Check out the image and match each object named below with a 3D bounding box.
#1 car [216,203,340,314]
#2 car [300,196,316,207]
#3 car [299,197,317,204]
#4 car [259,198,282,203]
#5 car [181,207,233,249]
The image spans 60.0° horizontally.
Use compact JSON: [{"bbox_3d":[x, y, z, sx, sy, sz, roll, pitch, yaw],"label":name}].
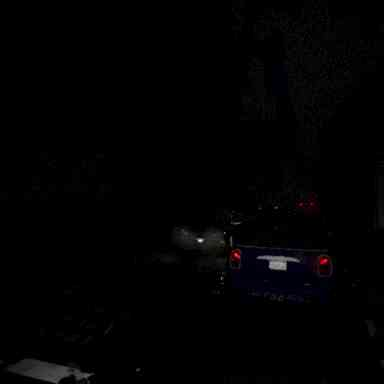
[{"bbox_3d":[2.259,1.328,7.952,2.097,1.767,4.553,0,0,20],"label":"car"},{"bbox_3d":[16.261,1.318,46.590,1.994,1.385,4.181,0,1,20],"label":"car"},{"bbox_3d":[13.092,1.388,37.687,2.033,1.411,5.357,0,1,20],"label":"car"},{"bbox_3d":[7.451,1.351,31.334,1.882,1.535,5.008,0,0,20],"label":"car"},{"bbox_3d":[1.109,1.446,13.872,1.837,1.490,4.892,0,0,20],"label":"car"}]
